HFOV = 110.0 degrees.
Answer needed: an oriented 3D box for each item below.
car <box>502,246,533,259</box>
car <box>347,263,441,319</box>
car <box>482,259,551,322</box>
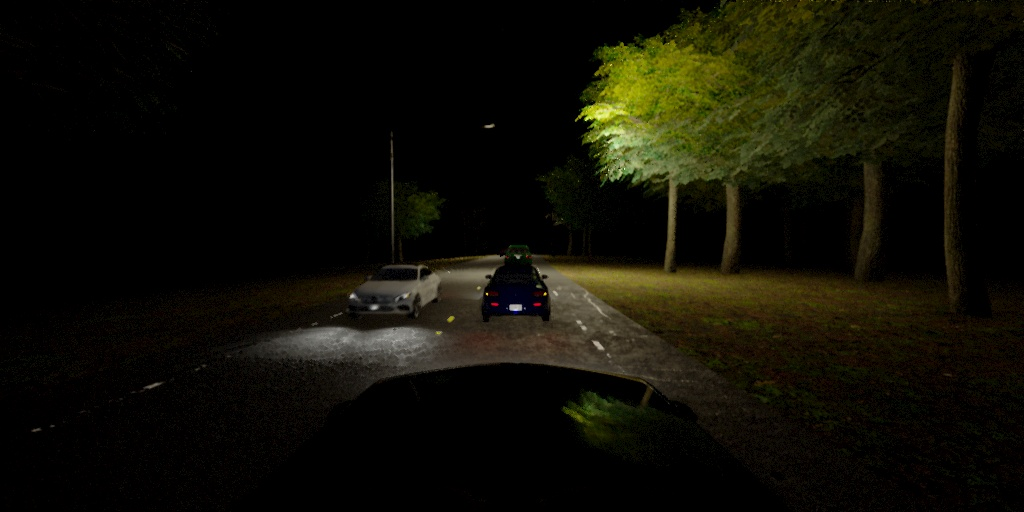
[{"bbox_3d":[0.574,0.153,30.073,2.150,2.045,5.566,0,2,2],"label":"car"},{"bbox_3d":[-3.529,0.989,11.578,1.812,1.442,4.674,0,2,1],"label":"car"},{"bbox_3d":[0.135,1.008,10.958,1.812,1.442,4.674,0,2,1],"label":"car"}]
